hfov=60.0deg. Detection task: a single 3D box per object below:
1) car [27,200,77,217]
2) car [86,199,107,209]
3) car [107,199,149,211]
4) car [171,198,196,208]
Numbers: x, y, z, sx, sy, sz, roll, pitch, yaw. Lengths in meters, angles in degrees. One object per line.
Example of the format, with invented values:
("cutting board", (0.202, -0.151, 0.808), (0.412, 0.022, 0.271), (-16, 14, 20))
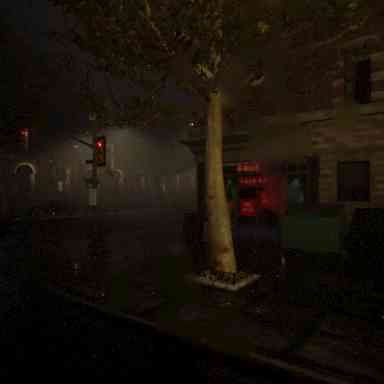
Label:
("car", (-13.359, 1.525, 31.940), (1.812, 1.442, 4.674), (0, 0, 36))
("car", (-11.944, 1.594, 45.158), (1.895, 1.301, 4.718), (0, 0, 36))
("car", (-7.466, 1.600, 40.018), (1.895, 1.301, 4.718), (0, 0, 36))
("car", (-1.394, 1.547, 48.297), (2.033, 1.411, 5.357), (0, 0, 36))
